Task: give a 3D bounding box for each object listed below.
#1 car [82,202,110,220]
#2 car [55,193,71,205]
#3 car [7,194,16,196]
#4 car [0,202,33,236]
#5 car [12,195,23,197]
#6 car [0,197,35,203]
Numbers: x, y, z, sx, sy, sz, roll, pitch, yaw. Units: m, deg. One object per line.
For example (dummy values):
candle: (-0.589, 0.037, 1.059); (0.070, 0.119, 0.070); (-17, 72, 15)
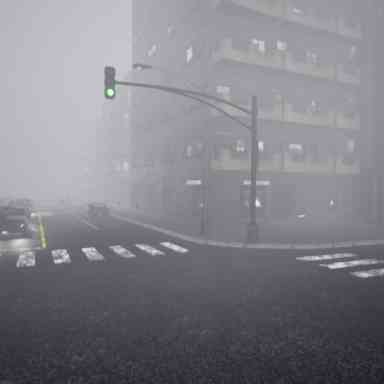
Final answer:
car: (-7.911, 1.510, 27.396); (2.008, 1.369, 4.403); (-1, 1, -25)
car: (-22.339, 1.353, 58.103); (1.967, 1.590, 4.097); (-1, 1, -25)
car: (-27.518, 1.465, 49.422); (1.887, 1.381, 4.507); (-1, 1, -25)
car: (-9.905, 1.517, 18.072); (2.033, 1.411, 5.357); (0, 0, -25)
car: (-18.388, 1.447, 36.347); (1.837, 1.490, 4.892); (0, 0, -25)
car: (-14.118, 1.447, 27.087); (2.128, 1.511, 4.902); (0, 0, -25)
